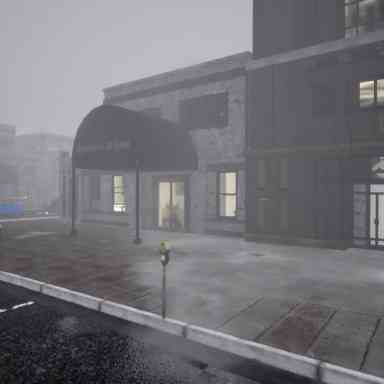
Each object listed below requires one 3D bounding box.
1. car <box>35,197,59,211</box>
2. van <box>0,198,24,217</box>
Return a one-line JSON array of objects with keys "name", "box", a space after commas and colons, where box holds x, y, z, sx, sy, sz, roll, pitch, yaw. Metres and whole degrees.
[{"name": "car", "box": [-16.438, 1.413, 41.223, 2.097, 1.767, 4.553, 0, 0, 35]}, {"name": "van", "box": [-17.327, 1.415, 29.849, 1.690, 1.788, 3.998, 0, 0, 35]}]
